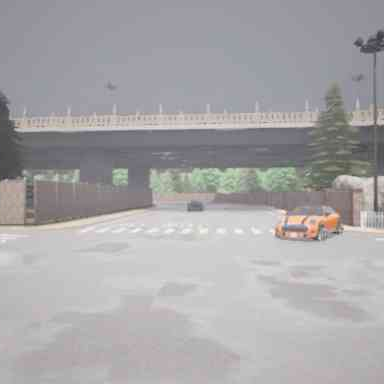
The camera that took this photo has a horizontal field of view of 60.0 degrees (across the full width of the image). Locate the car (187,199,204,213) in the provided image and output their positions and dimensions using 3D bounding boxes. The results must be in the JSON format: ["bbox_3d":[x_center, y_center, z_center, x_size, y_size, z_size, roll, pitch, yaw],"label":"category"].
[{"bbox_3d":[0.356,1.934,42.693,1.994,1.385,4.181,0,0,0],"label":"car"}]

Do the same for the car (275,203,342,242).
[{"bbox_3d":[6.103,1.411,17.157,2.097,1.767,4.553,-3,-2,39],"label":"car"}]
